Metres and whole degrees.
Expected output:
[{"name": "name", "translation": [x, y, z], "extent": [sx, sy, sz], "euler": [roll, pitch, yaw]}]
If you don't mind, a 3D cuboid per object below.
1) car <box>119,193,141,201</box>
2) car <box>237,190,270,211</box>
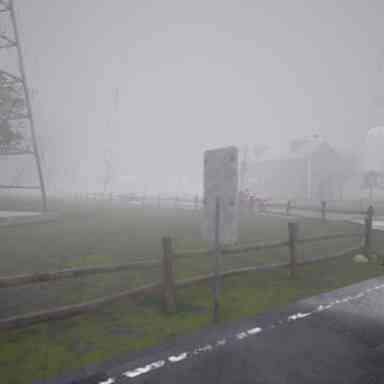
[{"name": "car", "translation": [-10.394, 0.814, 55.409], "extent": [2.033, 1.411, 5.357], "euler": [1, 0, -35]}, {"name": "car", "translation": [5.168, 0.838, 33.356], "extent": [2.150, 2.045, 5.566], "euler": [1, 0, -35]}]
